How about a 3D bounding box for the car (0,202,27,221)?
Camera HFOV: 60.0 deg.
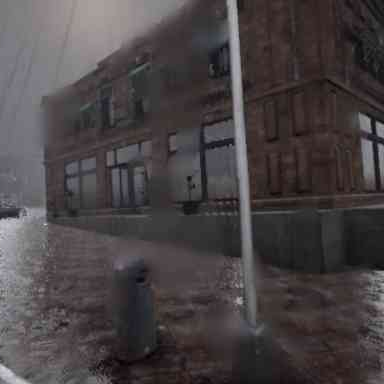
[{"bbox_3d":[-14.367,1.471,24.560,2.128,1.511,4.902,-4,1,10],"label":"car"}]
